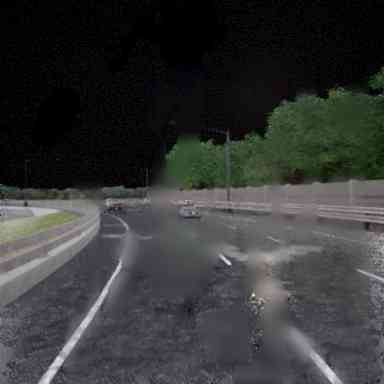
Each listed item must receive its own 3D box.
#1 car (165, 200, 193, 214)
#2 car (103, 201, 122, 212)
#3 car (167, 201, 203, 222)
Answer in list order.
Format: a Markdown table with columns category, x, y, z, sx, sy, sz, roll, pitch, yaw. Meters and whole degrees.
| category | x | y | z | sx | sy | sz | roll | pitch | yaw |
| --- | --- | --- | --- | --- | --- | --- | --- | --- | --- |
| car | -1.726 | 1.855 | 42.693 | 1.882 | 1.535 | 5.008 | 0 | -1 | -23 |
| car | -11.093 | 2.005 | 46.209 | 1.837 | 1.490 | 4.892 | 0 | -1 | -27 |
| car | -0.612 | 1.803 | 29.467 | 2.033 | 1.411 | 5.357 | 0 | 0 | -17 |
